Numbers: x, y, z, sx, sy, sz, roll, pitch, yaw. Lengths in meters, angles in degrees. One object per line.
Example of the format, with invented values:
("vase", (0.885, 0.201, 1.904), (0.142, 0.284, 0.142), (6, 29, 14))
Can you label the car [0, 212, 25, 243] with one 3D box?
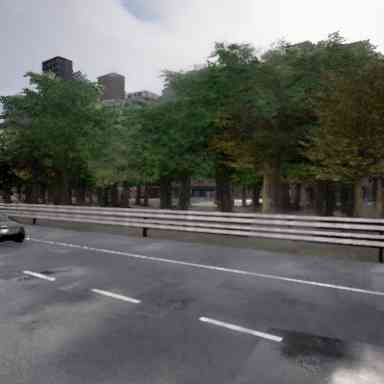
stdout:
("car", (-9.281, 1.570, 14.801), (4.181, 1.385, 1.994), (0, 0, 36))
